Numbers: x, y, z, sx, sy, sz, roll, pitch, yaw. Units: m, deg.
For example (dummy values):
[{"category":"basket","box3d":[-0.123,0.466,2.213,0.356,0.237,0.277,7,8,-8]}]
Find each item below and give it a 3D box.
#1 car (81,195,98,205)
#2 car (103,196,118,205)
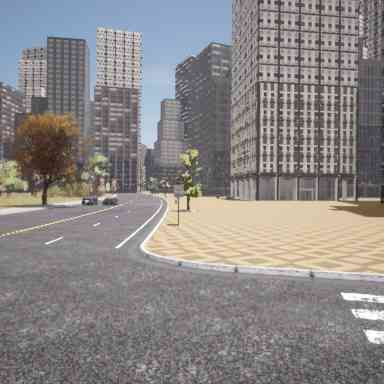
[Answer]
[{"category":"car","box3d":[-16.285,1.310,53.244,2.128,1.511,4.902,0,0,-4]},{"category":"car","box3d":[-13.045,1.411,53.493,1.994,1.385,4.181,0,0,-4]}]
